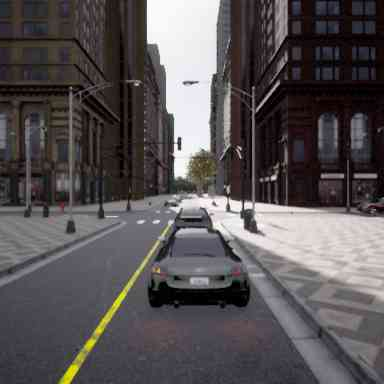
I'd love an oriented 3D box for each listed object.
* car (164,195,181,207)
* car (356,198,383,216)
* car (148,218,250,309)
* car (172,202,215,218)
[{"bbox_3d":[-3.080,1.460,49.149,2.033,1.411,5.357,0,0,0],"label":"car"},{"bbox_3d":[18.450,1.355,32.277,4.553,1.767,2.097,0,0,0],"label":"car"},{"bbox_3d":[0.110,1.550,7.929,1.994,1.385,4.181,0,0,-1],"label":"car"},{"bbox_3d":[0.065,1.474,16.837,1.837,1.490,4.892,0,0,0],"label":"car"}]
